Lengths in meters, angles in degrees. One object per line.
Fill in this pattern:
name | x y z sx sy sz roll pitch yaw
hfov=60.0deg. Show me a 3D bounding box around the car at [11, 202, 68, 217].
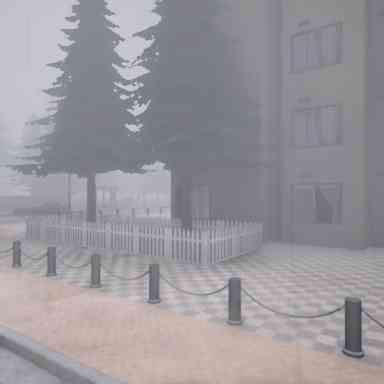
car | -13.517 1.583 29.928 1.895 1.301 4.718 0 0 37
